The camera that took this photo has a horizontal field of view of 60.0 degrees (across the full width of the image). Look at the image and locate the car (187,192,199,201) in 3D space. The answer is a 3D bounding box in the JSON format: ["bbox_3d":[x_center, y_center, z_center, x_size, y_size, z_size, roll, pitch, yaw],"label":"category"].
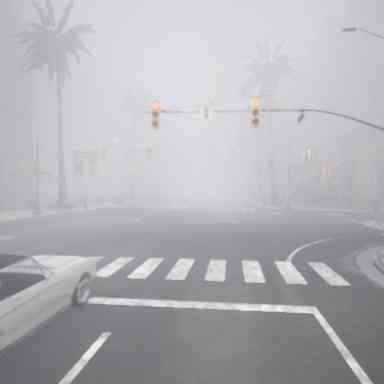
[{"bbox_3d":[0.499,1.156,69.880,1.812,1.442,4.674,0,0,6],"label":"car"}]

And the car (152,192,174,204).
[{"bbox_3d":[-4.746,1.170,54.800,1.882,1.535,5.008,0,0,7],"label":"car"}]

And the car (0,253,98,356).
[{"bbox_3d":[-3.115,1.563,4.977,1.895,1.301,4.718,0,0,6],"label":"car"}]

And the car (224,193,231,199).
[{"bbox_3d":[9.652,1.050,90.022,1.837,1.490,4.892,0,0,6],"label":"car"}]

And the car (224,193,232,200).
[{"bbox_3d":[8.620,1.146,79.606,2.033,1.411,5.357,0,0,6],"label":"car"}]

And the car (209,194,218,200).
[{"bbox_3d":[5.144,1.134,80.008,2.033,1.411,5.357,0,0,6],"label":"car"}]

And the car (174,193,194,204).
[{"bbox_3d":[-1.278,1.308,54.317,1.895,1.301,4.718,0,0,7],"label":"car"}]

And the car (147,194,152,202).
[{"bbox_3d":[-7.064,1.158,62.328,2.161,1.482,4.786,0,0,6],"label":"car"}]

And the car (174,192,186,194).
[{"bbox_3d":[-2.978,1.170,70.283,1.994,1.385,4.181,0,0,6],"label":"car"}]

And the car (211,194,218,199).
[{"bbox_3d":[6.172,1.131,90.397,1.895,1.301,4.718,0,0,6],"label":"car"}]

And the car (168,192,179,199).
[{"bbox_3d":[-4.596,0.893,84.119,2.185,1.767,4.553,0,0,6],"label":"car"}]
